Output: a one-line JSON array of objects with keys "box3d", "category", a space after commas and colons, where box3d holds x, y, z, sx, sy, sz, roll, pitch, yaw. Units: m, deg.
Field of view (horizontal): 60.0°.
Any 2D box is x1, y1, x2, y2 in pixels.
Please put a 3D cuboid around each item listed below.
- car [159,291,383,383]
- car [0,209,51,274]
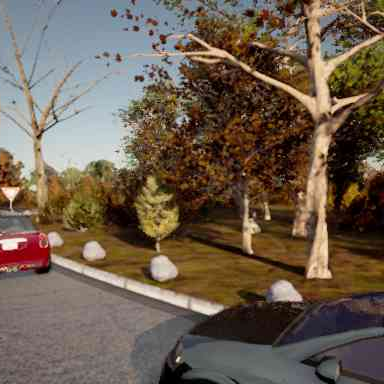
[{"box3d": [1.741, 1.566, 2.674, 4.181, 1.385, 1.994, 0, 0, 36], "category": "car"}, {"box3d": [-5.842, 1.330, 9.537, 2.097, 1.767, 4.553, 0, 0, -44], "category": "car"}]
